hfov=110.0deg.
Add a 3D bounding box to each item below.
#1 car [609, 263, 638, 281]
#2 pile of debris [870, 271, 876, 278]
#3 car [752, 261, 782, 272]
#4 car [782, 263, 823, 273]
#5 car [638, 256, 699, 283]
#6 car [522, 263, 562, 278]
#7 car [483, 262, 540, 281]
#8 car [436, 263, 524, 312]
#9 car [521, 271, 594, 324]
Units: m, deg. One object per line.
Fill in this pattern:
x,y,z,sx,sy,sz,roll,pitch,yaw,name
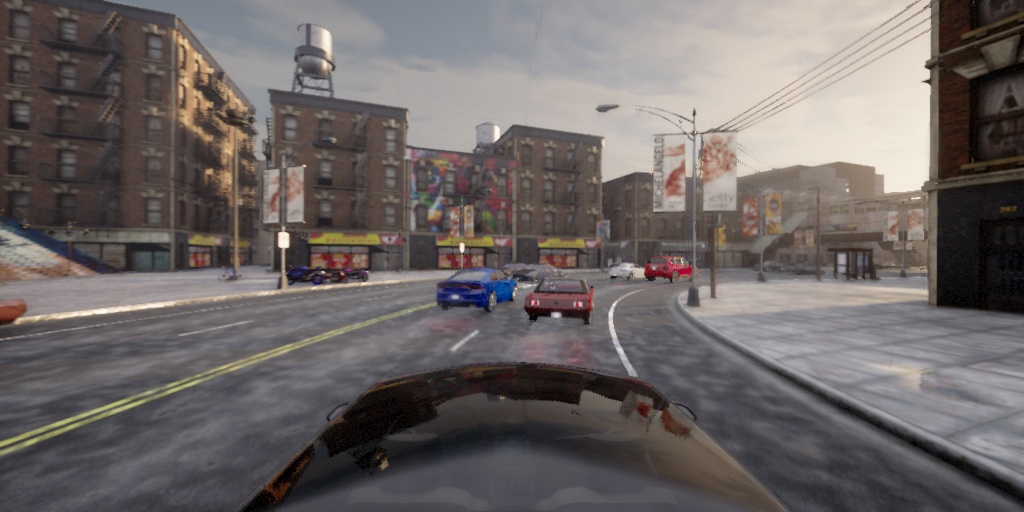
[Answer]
10.349,1.343,31.371,4.674,1.442,1.812,0,0,-40,car
43.860,2.194,42.126,1.860,0.140,1.500,0,0,-20,pile of debris
36.228,1.478,50.559,4.892,1.490,1.837,0,0,-20,car
38.916,1.591,47.821,4.718,1.301,1.895,0,0,-20,car
13.019,1.054,29.172,5.566,2.045,2.150,0,0,-38,car
2.075,1.315,28.425,2.033,1.411,5.357,0,0,39,car
0.099,1.303,31.466,2.033,1.411,5.357,0,0,40,car
-1.186,1.223,14.308,1.882,1.535,5.008,0,0,16,car
1.803,1.364,12.175,1.895,1.301,4.718,0,0,14,car
